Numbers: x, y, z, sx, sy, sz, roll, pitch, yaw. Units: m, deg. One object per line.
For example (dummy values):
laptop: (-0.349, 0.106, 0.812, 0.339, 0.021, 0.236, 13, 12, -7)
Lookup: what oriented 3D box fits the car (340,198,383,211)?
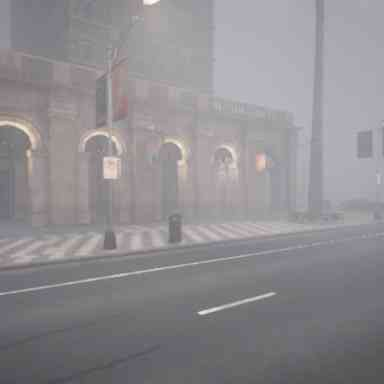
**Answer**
car: (20.191, 1.468, 38.929, 2.033, 1.411, 5.357, 0, 0, -35)
